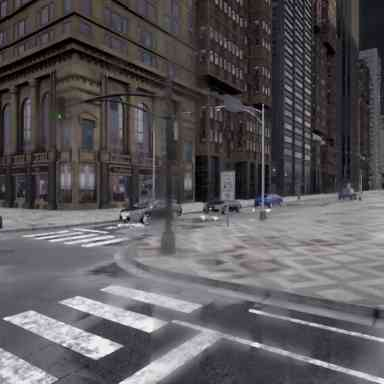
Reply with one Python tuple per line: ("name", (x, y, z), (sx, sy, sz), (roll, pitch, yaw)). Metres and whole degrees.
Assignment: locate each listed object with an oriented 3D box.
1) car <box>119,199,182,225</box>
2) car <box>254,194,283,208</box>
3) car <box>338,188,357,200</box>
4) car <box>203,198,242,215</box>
("car", (-2.616, 1.236, 21.893), (2.128, 1.511, 4.902), (0, 1, 36))
("car", (8.749, 0.961, 37.766), (1.882, 1.535, 5.008), (0, 1, 36))
("car", (27.047, 0.361, 57.845), (2.150, 2.045, 5.566), (0, 1, 36))
("car", (2.718, 1.185, 29.342), (1.994, 1.385, 4.181), (0, 1, 36))
